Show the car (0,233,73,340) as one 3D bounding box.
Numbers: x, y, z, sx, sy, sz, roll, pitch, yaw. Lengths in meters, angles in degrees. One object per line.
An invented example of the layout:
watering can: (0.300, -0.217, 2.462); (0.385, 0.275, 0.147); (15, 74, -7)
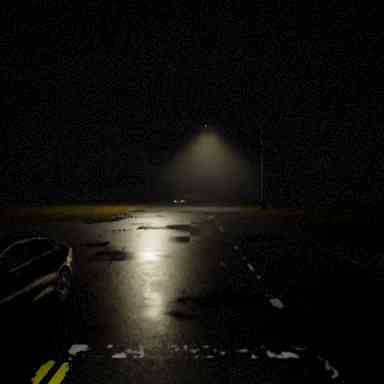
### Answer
car: (-3.494, 1.497, 5.337); (2.128, 1.511, 4.902); (0, 0, 0)

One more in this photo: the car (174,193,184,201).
car: (-3.132, 1.131, 80.037); (2.097, 1.767, 4.553); (0, 0, 4)
